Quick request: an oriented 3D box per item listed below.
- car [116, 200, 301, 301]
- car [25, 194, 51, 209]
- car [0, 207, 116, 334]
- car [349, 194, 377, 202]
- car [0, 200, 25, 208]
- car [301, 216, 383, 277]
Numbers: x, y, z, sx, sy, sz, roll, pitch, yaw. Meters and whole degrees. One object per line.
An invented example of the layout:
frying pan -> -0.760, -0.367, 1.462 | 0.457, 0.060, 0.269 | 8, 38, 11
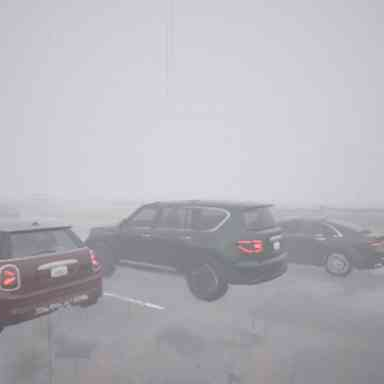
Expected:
car -> -0.390, 1.224, 8.564 | 5.566, 2.045, 2.150 | 0, 0, 35
car -> -19.824, 1.235, 41.846 | 1.905, 1.878, 3.866 | 0, 0, 35
car -> -3.954, 1.355, 6.806 | 4.553, 1.767, 2.097 | 0, 0, 35
car -> 31.288, 1.218, 60.936 | 4.605, 1.855, 1.932 | 0, 0, 35
car -> -16.813, 1.580, 28.869 | 4.181, 1.385, 1.994 | 0, 0, 35
car -> 3.233, 1.507, 10.282 | 4.892, 1.490, 1.837 | 0, 0, 35
